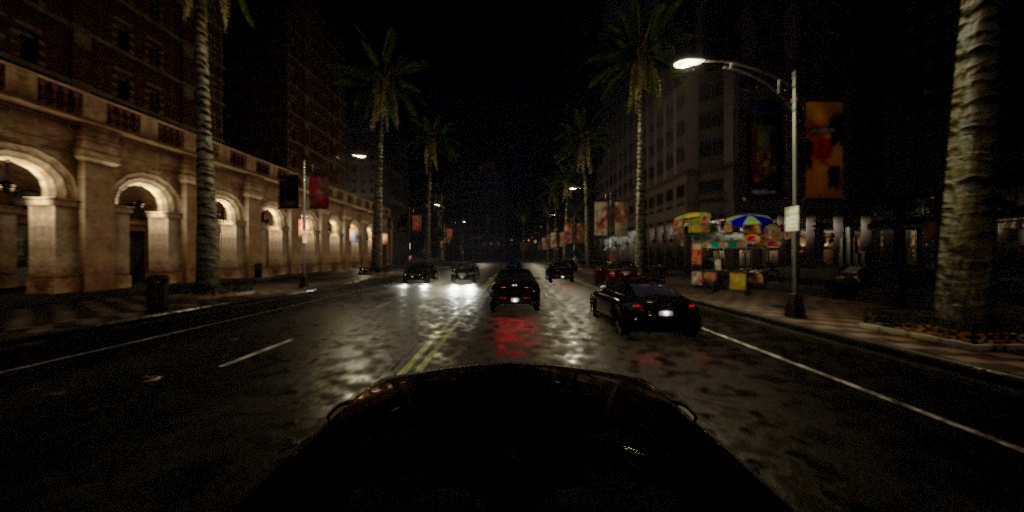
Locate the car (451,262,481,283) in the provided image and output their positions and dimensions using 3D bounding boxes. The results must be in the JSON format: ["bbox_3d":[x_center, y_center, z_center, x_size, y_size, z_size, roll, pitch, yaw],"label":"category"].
[{"bbox_3d":[-3.548,1.224,27.954,2.128,1.511,4.902,0,0,0],"label":"car"}]

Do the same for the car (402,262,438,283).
[{"bbox_3d":[-7.049,1.237,27.806,1.837,1.490,4.892,0,0,0],"label":"car"}]

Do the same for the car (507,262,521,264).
[{"bbox_3d":[0.214,1.256,33.673,1.812,1.442,4.674,0,0,1],"label":"car"}]

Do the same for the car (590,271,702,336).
[{"bbox_3d":[3.606,1.309,10.391,1.994,1.385,4.181,0,0,0],"label":"car"}]

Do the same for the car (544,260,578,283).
[{"bbox_3d":[3.649,1.239,28.101,1.837,1.490,4.892,0,0,0],"label":"car"}]

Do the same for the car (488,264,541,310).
[{"bbox_3d":[0.108,1.247,14.624,1.837,1.490,4.892,0,0,0],"label":"car"}]
